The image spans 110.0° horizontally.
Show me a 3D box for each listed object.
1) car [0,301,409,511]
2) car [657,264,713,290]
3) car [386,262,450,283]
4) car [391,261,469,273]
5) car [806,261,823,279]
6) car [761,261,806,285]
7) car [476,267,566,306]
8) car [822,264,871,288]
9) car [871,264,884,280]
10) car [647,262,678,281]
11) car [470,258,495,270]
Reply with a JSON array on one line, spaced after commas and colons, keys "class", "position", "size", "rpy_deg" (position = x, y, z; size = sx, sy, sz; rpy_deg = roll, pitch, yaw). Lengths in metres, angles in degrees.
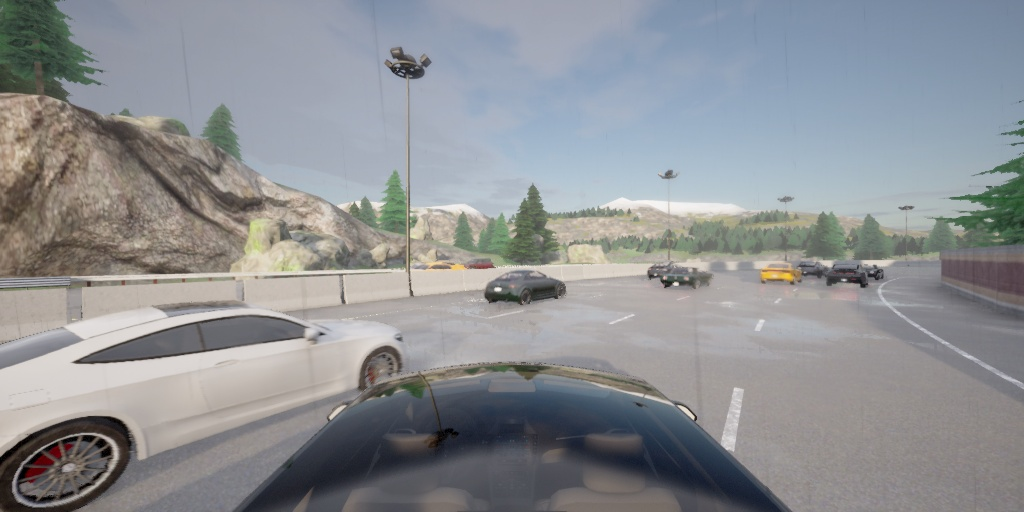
[{"class": "car", "position": [-3.468, 1.276, 4.351], "size": [1.812, 1.442, 4.674], "rpy_deg": [0, 0, 34]}, {"class": "car", "position": [11.206, 1.351, 22.762], "size": [1.895, 1.301, 4.718], "rpy_deg": [0, 0, 43]}, {"class": "car", "position": [-7.362, 1.276, 28.489], "size": [1.812, 1.442, 4.674], "rpy_deg": [0, 0, 41]}, {"class": "car", "position": [-5.691, 1.227, 25.059], "size": [1.882, 1.535, 5.008], "rpy_deg": [0, 0, 40]}, {"class": "car", "position": [27.764, 1.242, 33.153], "size": [4.902, 1.511, 2.128], "rpy_deg": [0, 0, -39]}, {"class": "car", "position": [19.807, 1.228, 26.298], "size": [5.008, 1.535, 1.882], "rpy_deg": [0, 0, -44]}, {"class": "car", "position": [0.673, 1.314, 15.935], "size": [1.994, 1.385, 4.181], "rpy_deg": [0, 0, 38]}, {"class": "car", "position": [22.508, 1.255, 24.036], "size": [4.892, 1.490, 1.837], "rpy_deg": [0, 0, -43]}, {"class": "car", "position": [30.462, 1.351, 30.852], "size": [4.718, 1.301, 1.895], "rpy_deg": [0, 0, -39]}, {"class": "car", "position": [12.797, 1.240, 29.305], "size": [4.902, 1.511, 2.128], "rpy_deg": [0, 0, -45]}, {"class": "car", "position": [-4.203, 1.102, 42.258], "size": [2.097, 1.767, 4.553], "rpy_deg": [0, 0, 45]}]
